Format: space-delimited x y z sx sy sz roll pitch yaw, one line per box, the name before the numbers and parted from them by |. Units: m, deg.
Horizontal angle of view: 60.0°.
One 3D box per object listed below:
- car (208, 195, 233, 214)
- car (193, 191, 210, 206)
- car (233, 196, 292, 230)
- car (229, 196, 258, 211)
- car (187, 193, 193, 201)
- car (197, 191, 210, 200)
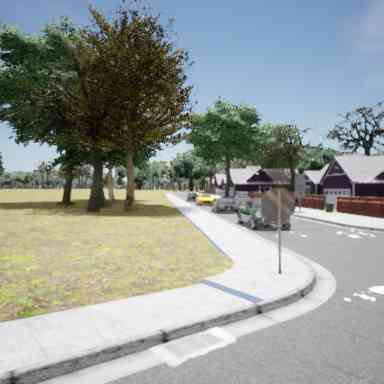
car | 3.000 1.231 30.898 1.994 1.385 4.181 -1 1 -6
car | 1.677 0.973 43.583 1.882 1.535 5.008 -1 1 -6
car | 4.167 1.172 19.717 2.097 1.767 4.553 -1 1 -6
car | 5.452 1.140 35.800 1.994 1.385 4.181 -1 1 -6
car | 0.122 0.845 59.361 1.994 1.385 4.181 -1 1 -6
car | 2.221 0.645 65.706 1.837 1.490 4.892 -1 1 -6
